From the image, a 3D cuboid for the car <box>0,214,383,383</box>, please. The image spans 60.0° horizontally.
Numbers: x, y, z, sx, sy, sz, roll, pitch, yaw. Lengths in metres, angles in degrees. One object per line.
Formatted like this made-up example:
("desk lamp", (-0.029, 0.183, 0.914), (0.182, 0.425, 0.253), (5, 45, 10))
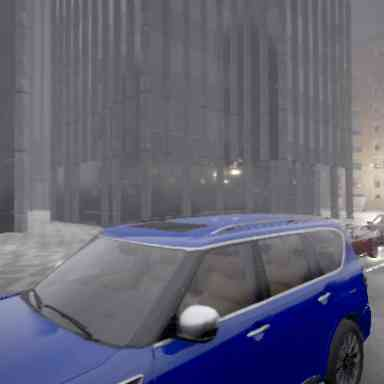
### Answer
("car", (-0.102, 1.307, 3.430), (5.566, 2.045, 2.150), (1, -2, -43))
